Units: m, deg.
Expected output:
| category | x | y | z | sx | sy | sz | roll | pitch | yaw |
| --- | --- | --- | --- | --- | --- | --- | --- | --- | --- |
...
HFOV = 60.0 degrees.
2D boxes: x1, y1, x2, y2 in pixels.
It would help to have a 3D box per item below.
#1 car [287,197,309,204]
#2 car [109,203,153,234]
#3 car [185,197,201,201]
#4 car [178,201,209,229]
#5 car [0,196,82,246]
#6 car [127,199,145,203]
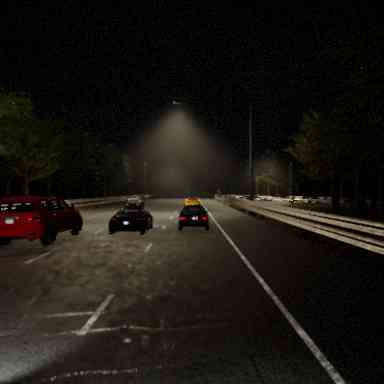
| category | x | y | z | sx | sy | sz | roll | pitch | yaw |
| --- | --- | --- | --- | --- | --- | --- | --- | --- | --- |
| car | 20.623 | 1.638 | 64.366 | 1.994 | 1.385 | 4.181 | 0 | 1 | -38 |
| car | -3.402 | 1.546 | 19.108 | 1.994 | 1.385 | 4.181 | 0 | 0 | 0 |
| car | 0.098 | 1.386 | 42.320 | 1.882 | 1.535 | 5.008 | 0 | 0 | 0 |
| car | 0.097 | 1.524 | 21.175 | 2.033 | 1.411 | 5.357 | 0 | 0 | 0 |
| car | -6.902 | 1.212 | 15.320 | 2.150 | 2.045 | 5.566 | 0 | 0 | 0 |
| car | -6.902 | 1.514 | 40.926 | 1.895 | 1.301 | 4.718 | 0 | 0 | 0 |
